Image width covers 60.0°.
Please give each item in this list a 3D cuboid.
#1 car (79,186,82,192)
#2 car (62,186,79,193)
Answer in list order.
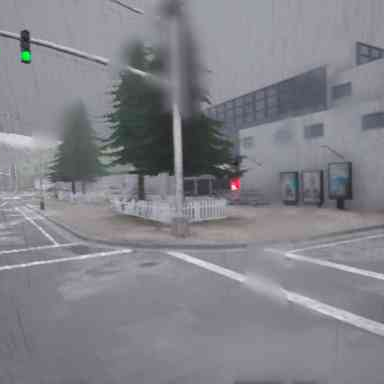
[{"bbox_3d":[-27.070,-0.653,78.728,1.970,1.475,3.806,-3,2,-30],"label":"car"},{"bbox_3d":[-25.887,-0.413,70.823,1.845,1.501,3.633,-3,2,-30],"label":"car"}]
